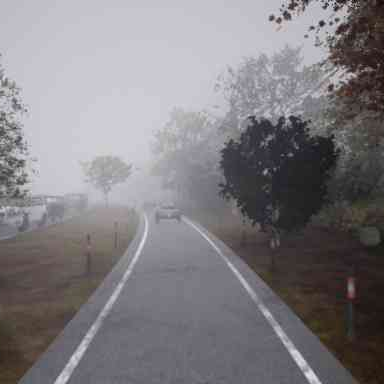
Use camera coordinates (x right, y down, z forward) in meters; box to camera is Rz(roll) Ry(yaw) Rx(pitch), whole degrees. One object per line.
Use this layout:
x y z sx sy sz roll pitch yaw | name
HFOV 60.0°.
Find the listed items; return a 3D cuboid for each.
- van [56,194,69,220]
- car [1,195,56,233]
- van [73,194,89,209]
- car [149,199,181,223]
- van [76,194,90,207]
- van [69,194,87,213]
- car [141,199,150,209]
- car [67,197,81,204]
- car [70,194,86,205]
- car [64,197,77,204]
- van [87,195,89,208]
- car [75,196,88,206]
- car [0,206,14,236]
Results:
-10.812 1.201 24.881 1.878 1.987 4.442 1 -1 -10 | van
-10.159 1.180 19.417 2.435 2.045 5.566 1 -1 -8 | car
-15.503 1.268 46.723 1.878 1.987 4.442 1 -1 -16 | van
-1.931 1.444 25.340 2.128 1.511 4.902 0 0 -8 | car
-17.159 1.312 52.067 1.878 1.987 4.442 2 -2 -21 | van
-12.743 1.213 35.899 1.878 1.987 4.442 1 -1 -14 | van
-5.398 1.497 42.629 1.895 1.301 4.718 -1 0 -14 | car
-25.804 1.838 72.797 2.231 1.521 4.892 2 -2 -27 | car
-23.350 1.494 67.740 2.435 2.045 5.566 2 -2 -25 | car
-28.414 1.933 77.741 2.231 1.521 4.892 2 -2 -28 | car
-14.033 1.234 41.328 1.878 1.987 4.442 1 -1 -15 | van
-19.005 1.589 57.264 1.946 1.575 5.366 1 -2 -19 | car
-9.693 1.475 13.875 2.002 1.452 4.674 0 -1 -4 | car
